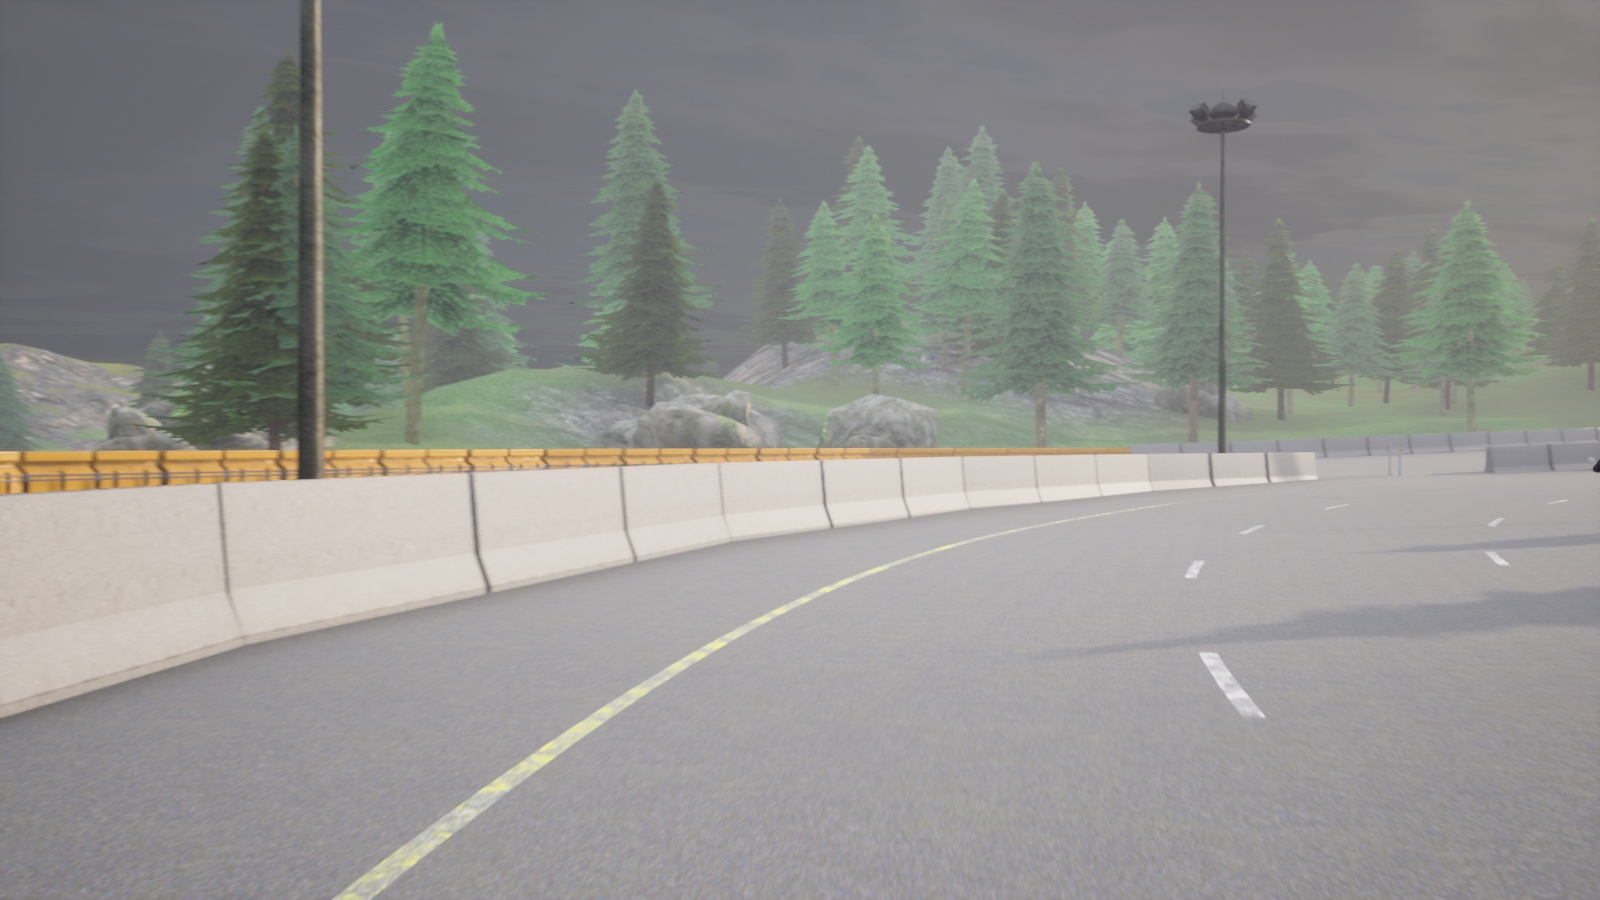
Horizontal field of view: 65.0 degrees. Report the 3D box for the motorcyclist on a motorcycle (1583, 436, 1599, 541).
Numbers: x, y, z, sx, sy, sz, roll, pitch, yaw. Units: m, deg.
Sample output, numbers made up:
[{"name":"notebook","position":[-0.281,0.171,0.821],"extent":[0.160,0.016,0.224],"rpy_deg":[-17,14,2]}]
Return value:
[{"name":"motorcyclist on a motorcycle","position":[12.956,0.592,19.875],"extent":[0.866,1.590,1.817],"rpy_deg":[1,2,30]}]
